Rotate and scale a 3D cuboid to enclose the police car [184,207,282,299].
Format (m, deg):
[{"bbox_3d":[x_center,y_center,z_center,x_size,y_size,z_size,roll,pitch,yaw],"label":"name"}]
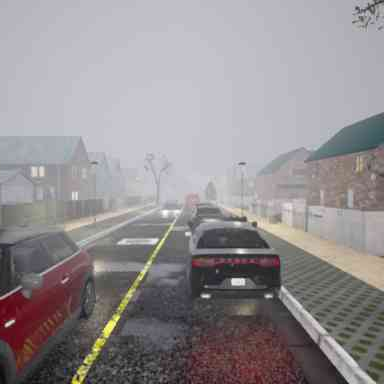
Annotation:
[{"bbox_3d":[0.840,1.423,8.598,1.930,1.638,5.238,0,0,0],"label":"police car"}]

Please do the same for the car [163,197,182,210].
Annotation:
[{"bbox_3d":[-2.766,1.649,44.675,1.895,1.301,4.718,0,0,0],"label":"car"}]

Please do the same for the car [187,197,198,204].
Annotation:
[{"bbox_3d":[0.121,1.669,66.029,2.033,1.411,5.357,0,0,0],"label":"car"}]

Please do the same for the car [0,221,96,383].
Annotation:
[{"bbox_3d":[-2.842,1.350,4.306,2.097,1.767,4.553,0,0,0],"label":"car"}]

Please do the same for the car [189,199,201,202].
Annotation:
[{"bbox_3d":[0.869,1.516,24.490,1.837,1.490,4.892,0,0,0],"label":"car"}]

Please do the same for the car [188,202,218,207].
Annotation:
[{"bbox_3d":[0.859,1.509,18.489,1.837,1.490,4.892,0,0,0],"label":"car"}]

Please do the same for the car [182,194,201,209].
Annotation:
[{"bbox_3d":[0.120,1.275,46.803,2.150,2.045,5.566,0,0,1],"label":"car"}]
